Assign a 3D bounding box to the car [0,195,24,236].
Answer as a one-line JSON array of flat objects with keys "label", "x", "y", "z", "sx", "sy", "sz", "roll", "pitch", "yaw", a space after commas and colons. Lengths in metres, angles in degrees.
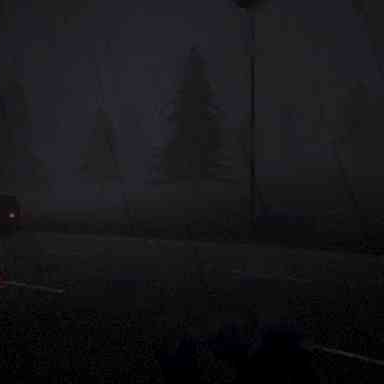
[{"label": "car", "x": -10.871, "y": 1.166, "z": 15.978, "sx": 5.566, "sy": 2.045, "sz": 2.150, "roll": 0, "pitch": 0, "yaw": 15}]
